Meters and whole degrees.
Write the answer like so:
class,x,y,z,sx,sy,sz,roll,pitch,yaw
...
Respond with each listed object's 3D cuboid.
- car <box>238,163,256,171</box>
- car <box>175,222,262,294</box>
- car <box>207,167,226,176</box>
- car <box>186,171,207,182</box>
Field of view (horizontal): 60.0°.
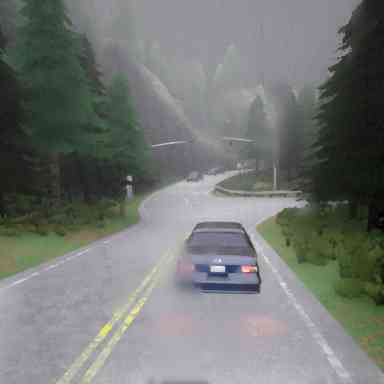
class,x,y,z,sx,sy,sz,roll,pitch,yaw
car,11.838,-5.473,70.997,4.892,1.490,1.837,-9,9,-36
car,0.721,1.498,8.848,2.033,1.411,5.357,0,0,5
car,4.603,-4.043,63.619,2.128,1.511,4.902,4,10,36
car,0.536,-2.563,55.073,1.837,1.490,4.892,2,10,19
